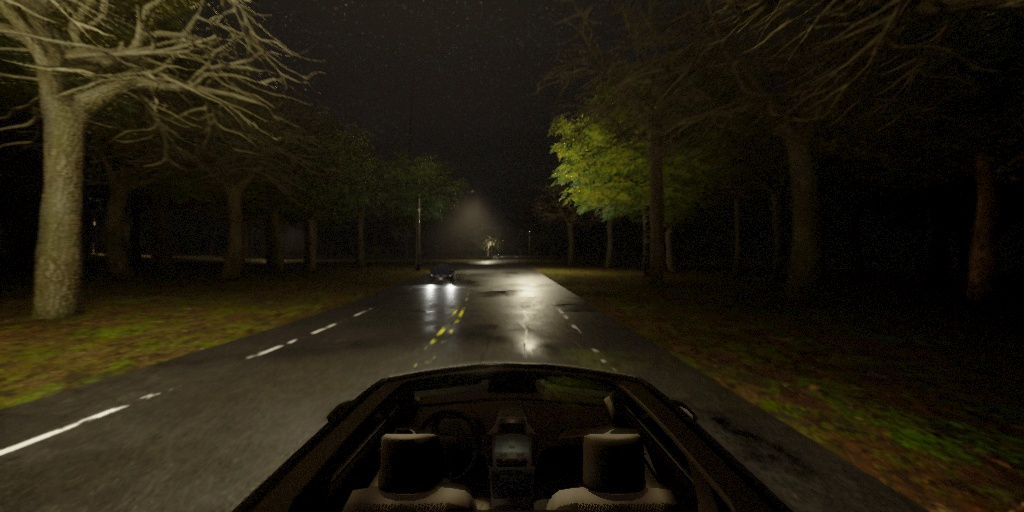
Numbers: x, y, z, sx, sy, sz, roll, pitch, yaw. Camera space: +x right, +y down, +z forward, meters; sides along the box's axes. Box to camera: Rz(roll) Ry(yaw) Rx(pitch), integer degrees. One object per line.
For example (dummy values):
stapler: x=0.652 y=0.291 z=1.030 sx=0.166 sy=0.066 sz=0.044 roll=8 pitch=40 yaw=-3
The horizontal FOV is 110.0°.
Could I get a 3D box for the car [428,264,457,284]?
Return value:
car: x=-5.390 y=1.367 z=28.109 sx=1.812 sy=1.442 sz=4.674 roll=0 pitch=0 yaw=-7
